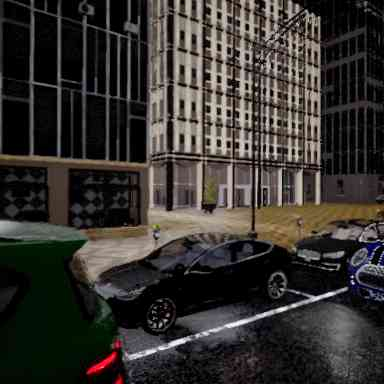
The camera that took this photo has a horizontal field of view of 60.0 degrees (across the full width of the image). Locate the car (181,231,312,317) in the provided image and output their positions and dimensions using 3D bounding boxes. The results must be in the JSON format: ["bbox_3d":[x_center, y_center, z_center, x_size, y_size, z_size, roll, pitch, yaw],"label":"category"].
[{"bbox_3d":[0.218,1.553,6.707,4.313,1.339,1.947,0,1,-36],"label":"car"}]

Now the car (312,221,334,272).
[{"bbox_3d":[4.811,1.519,9.985,4.403,1.369,2.008,0,1,-36],"label":"car"}]

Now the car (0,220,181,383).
[{"bbox_3d":[-2.970,1.230,1.258,5.566,2.045,2.150,0,0,-36],"label":"car"}]

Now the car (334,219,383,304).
[{"bbox_3d":[5.390,1.324,7.210,4.553,1.767,2.097,0,0,-35],"label":"car"}]
